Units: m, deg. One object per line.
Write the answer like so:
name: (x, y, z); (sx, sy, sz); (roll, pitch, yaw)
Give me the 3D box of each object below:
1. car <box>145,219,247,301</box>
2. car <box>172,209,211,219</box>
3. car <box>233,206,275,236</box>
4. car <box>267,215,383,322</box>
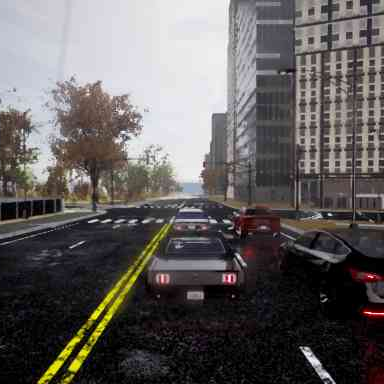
car: (0.071, 1.598, 8.279); (1.895, 1.301, 4.718); (0, 0, 0)
car: (-0.016, 1.544, 16.519); (2.033, 1.411, 5.357); (0, 0, 0)
car: (3.299, 1.474, 17.664); (1.882, 1.535, 5.008); (0, 0, 1)
car: (3.340, 1.501, 7.330); (2.163, 1.488, 4.792); (0, 0, 0)
